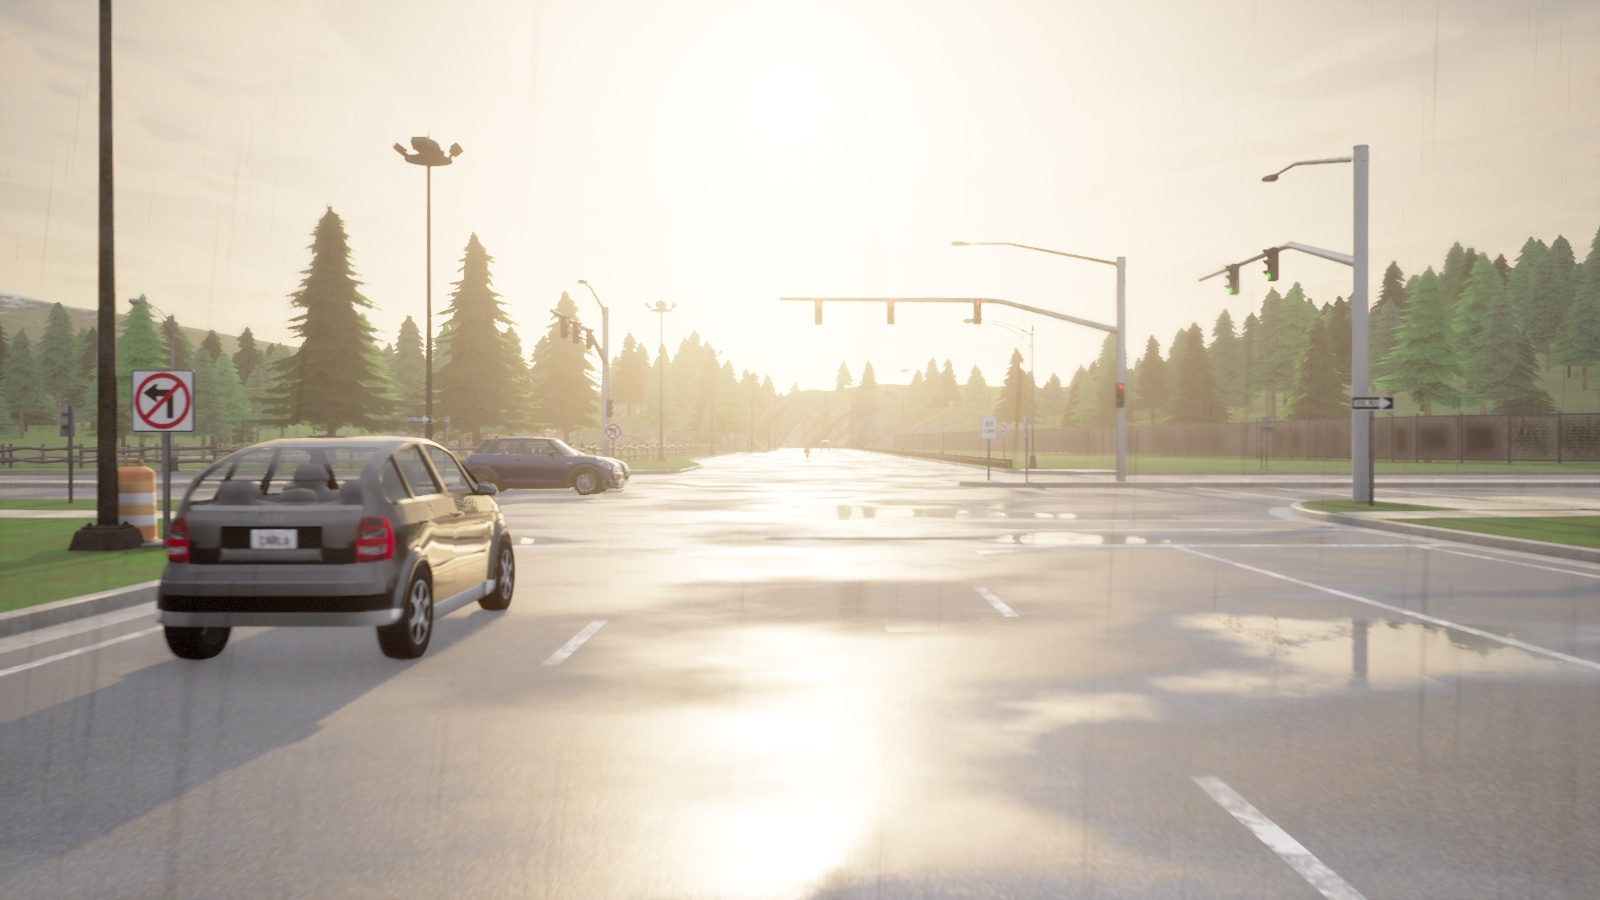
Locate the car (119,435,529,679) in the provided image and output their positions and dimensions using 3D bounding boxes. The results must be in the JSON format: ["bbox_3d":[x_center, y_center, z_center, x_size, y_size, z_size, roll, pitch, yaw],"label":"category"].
[{"bbox_3d":[-3.428,0.667,9.844,1.789,1.549,3.705,0,0,0],"label":"car"}]

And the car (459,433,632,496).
[{"bbox_3d":[-7.303,0.394,36.342,4.553,1.767,2.097,0,0,1],"label":"car"}]

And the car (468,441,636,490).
[{"bbox_3d":[-7.809,0.472,39.851,4.902,1.511,2.128,0,0,1],"label":"car"}]
